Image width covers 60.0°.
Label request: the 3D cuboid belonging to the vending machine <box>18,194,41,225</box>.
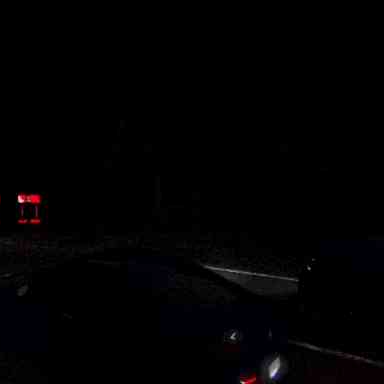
[{"bbox_3d":[-11.209,1.174,22.900,0.880,2.100,1.100,0,0,24],"label":"vending machine"}]

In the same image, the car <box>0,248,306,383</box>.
[{"bbox_3d":[-1.123,1.519,4.491,4.674,1.442,1.812,0,0,33],"label":"car"}]

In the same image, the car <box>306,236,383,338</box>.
[{"bbox_3d":[4.528,1.199,4.921,5.566,2.045,2.150,0,0,35],"label":"car"}]
